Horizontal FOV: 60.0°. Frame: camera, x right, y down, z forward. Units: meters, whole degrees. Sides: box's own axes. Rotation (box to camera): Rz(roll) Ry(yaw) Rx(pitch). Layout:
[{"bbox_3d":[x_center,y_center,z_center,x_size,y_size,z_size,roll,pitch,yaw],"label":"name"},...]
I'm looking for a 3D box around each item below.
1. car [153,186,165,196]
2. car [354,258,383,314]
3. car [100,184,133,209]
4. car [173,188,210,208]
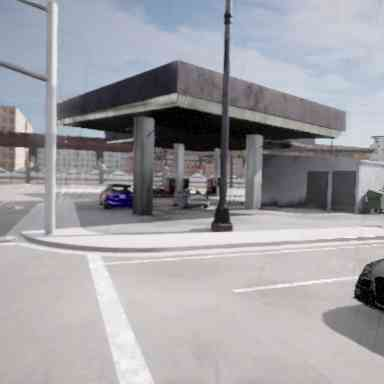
[{"bbox_3d":[-3.224,-0.176,44.131,1.895,1.301,4.718,3,3,42],"label":"car"},{"bbox_3d":[4.969,1.458,5.794,4.181,1.385,1.994,1,2,-22],"label":"car"},{"bbox_3d":[-5.213,0.250,23.447,2.242,1.667,4.611,1,2,-20],"label":"car"},{"bbox_3d":[-0.115,0.441,26.201,1.970,1.475,3.806,1,2,-20],"label":"car"}]
